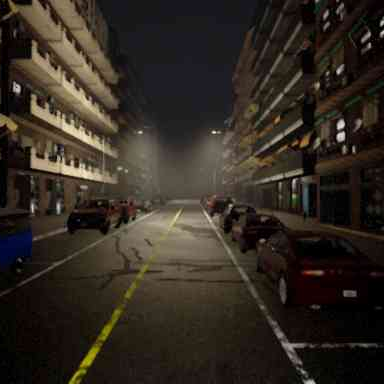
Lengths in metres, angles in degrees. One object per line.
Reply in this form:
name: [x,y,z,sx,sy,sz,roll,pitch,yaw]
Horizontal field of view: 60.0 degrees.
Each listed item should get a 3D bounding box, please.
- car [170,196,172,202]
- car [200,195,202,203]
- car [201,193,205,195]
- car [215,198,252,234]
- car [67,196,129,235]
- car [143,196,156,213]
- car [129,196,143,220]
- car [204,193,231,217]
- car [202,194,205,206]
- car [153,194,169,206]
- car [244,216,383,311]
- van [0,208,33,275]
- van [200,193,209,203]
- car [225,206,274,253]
car: [-5.286,1.464,74.094,1.802,1.307,4.206,1,0,0]
car: [2.558,1.465,51.912,1.802,1.307,4.206,1,0,0]
car: [2.565,1.194,62.975,2.192,1.841,5.009,1,0,0]
car: [2.597,1.383,18.724,1.967,1.590,4.097,1,0,0]
car: [-5.288,1.257,18.786,2.192,1.841,5.009,1,0,0]
car: [-5.291,1.470,35.379,1.947,1.339,4.313,1,0,0]
car: [-5.286,1.243,24.316,2.192,1.841,5.009,1,0,0]
car: [2.560,1.230,29.786,2.192,1.841,5.009,1,0,0]
car: [2.559,1.336,40.849,1.967,1.590,4.097,1,0,0]
car: [-5.283,1.198,51.968,2.192,1.841,5.009,1,0,0]
car: [2.586,1.519,7.663,1.887,1.381,4.507,1,0,0]
van: [-5.290,1.315,7.725,1.690,1.788,3.998,1,0,0]
van: [2.565,1.221,68.507,1.690,1.788,3.998,1,0,0]
car: [2.586,1.502,13.193,1.887,1.381,4.507,1,0,0]
